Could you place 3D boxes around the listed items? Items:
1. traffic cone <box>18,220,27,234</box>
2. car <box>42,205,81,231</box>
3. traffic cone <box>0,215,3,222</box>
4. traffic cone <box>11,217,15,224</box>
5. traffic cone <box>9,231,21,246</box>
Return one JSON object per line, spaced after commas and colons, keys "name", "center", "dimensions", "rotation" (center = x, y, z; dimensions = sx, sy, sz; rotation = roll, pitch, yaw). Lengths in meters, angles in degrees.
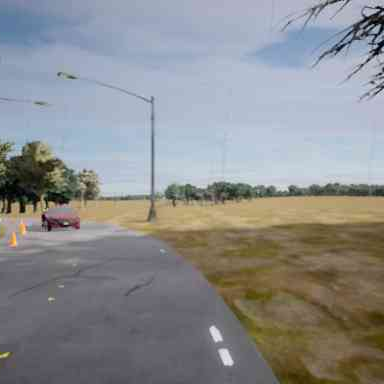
{"name": "traffic cone", "center": [-9.327, 2.019, 18.394], "dimensions": [0.340, 0.580, 0.340], "rotation": [1, -1, -25]}
{"name": "car", "center": [-8.547, 1.610, 21.555], "dimensions": [1.882, 1.535, 5.008], "rotation": [1, -2, -29]}
{"name": "traffic cone", "center": [-17.303, 2.383, 30.022], "dimensions": [0.340, 0.580, 0.340], "rotation": [1, -3, -43]}
{"name": "traffic cone", "center": [-14.244, 2.234, 26.432], "dimensions": [0.340, 0.580, 0.340], "rotation": [1, -2, -37]}
{"name": "traffic cone", "center": [-7.525, 1.956, 14.032], "dimensions": [0.340, 0.580, 0.340], "rotation": [0, -1, -19]}
